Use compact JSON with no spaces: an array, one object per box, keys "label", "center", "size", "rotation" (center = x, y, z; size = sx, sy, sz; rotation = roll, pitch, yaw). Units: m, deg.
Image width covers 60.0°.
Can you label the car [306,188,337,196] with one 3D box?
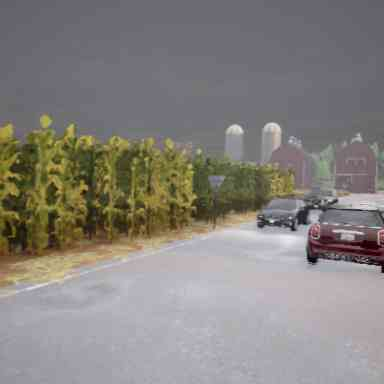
[{"label":"car","center":[10.828,0.711,27.673],"size":[2.150,2.045,5.566],"rotation":[3,2,30]}]

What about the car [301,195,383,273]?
[{"label":"car","center":[5.018,1.145,10.305],"size":[2.097,1.767,4.553],"rotation":[2,2,30]}]

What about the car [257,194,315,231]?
[{"label":"car","center":[4.945,1.075,17.590],"size":[1.837,1.490,4.892],"rotation":[3,2,30]}]
